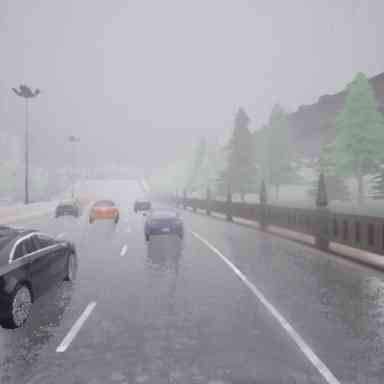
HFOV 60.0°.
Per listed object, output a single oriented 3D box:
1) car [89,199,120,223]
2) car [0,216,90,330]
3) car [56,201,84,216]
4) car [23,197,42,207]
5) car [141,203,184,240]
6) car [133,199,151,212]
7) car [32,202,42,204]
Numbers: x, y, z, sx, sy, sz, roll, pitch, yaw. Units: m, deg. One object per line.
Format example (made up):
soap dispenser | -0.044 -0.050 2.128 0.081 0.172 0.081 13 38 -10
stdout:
car | -6.792 1.392 26.204 2.097 1.767 4.553 0 0 -11
car | -3.828 1.511 6.864 2.128 1.511 4.902 0 0 -4
car | -11.241 1.566 30.643 1.837 1.490 4.892 0 0 -11
car | -27.679 1.661 58.006 1.837 1.490 4.892 0 1 -11
car | -1.548 1.542 17.222 1.812 1.442 4.674 0 0 -9
car | -5.850 1.523 39.229 1.882 1.535 5.008 0 0 -12
car | -22.637 1.607 50.624 2.128 1.511 4.902 0 0 -11
